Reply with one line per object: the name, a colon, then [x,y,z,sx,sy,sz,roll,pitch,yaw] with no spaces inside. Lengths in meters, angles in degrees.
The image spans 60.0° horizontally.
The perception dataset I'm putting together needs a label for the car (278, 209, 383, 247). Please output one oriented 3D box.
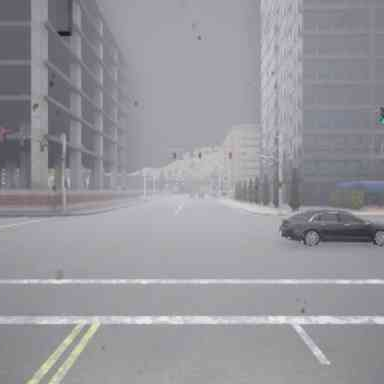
car: [6.274,1.539,14.479,4.892,1.490,1.837,0,0,-1]
